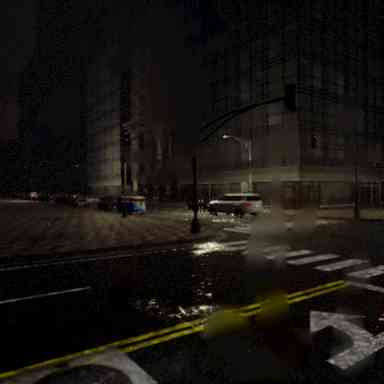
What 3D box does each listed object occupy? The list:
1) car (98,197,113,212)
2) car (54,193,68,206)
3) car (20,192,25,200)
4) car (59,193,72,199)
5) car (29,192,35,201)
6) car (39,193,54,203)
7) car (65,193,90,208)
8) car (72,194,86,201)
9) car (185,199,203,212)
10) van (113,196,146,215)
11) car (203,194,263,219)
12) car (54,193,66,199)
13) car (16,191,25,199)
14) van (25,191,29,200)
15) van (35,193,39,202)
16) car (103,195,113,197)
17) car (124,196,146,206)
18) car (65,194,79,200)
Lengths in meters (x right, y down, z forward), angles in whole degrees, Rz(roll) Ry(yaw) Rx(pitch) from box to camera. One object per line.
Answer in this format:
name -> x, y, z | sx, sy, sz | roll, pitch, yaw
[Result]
car -> -9.271, 1.521, 37.421 | 1.802, 1.307, 4.206 | 0, 1, -35
car -> -19.104, 1.157, 51.221 | 2.192, 1.841, 5.009 | 0, 1, -35
car -> -38.768, 1.184, 78.826 | 1.947, 1.339, 4.313 | 0, 1, -35
car -> -31.827, 0.969, 83.773 | 1.967, 1.590, 4.097 | 0, 1, -35
car -> -32.213, 1.239, 69.625 | 1.887, 1.381, 4.507 | 0, 1, -35
car -> -25.658, 1.085, 60.422 | 2.192, 1.841, 5.009 | 0, 1, -35
car -> -15.826, 1.315, 46.621 | 1.967, 1.590, 4.097 | 0, 1, -35
car -> -25.272, 1.187, 74.574 | 1.802, 1.307, 4.206 | 0, 1, -35
car -> 0.950, 1.445, 37.766 | 1.947, 1.339, 4.313 | 0, 1, -35
van -> -5.994, 1.310, 32.818 | 1.690, 1.788, 3.998 | 0, 1, -35
car -> 3.759, 1.168, 29.514 | 2.150, 2.045, 5.566 | -1, 1, -36
car -> -35.104, 1.042, 88.375 | 2.008, 1.369, 4.403 | 0, 1, -35
car -> -42.045, 1.126, 83.426 | 1.887, 1.381, 4.507 | 0, 1, -35
van -> -35.490, 0.997, 74.224 | 1.690, 1.788, 3.998 | 0, 1, -35
van -> -28.936, 1.073, 65.023 | 1.690, 1.788, 3.998 | 0, 1, -35
car -> -15.439, 1.262, 60.771 | 1.887, 1.381, 4.507 | 0, 1, -35
car -> -8.884, 1.368, 51.569 | 1.802, 1.307, 4.206 | 0, 1, -35
car -> -28.549, 1.118, 79.174 | 2.008, 1.369, 4.403 | 0, 1, -35
